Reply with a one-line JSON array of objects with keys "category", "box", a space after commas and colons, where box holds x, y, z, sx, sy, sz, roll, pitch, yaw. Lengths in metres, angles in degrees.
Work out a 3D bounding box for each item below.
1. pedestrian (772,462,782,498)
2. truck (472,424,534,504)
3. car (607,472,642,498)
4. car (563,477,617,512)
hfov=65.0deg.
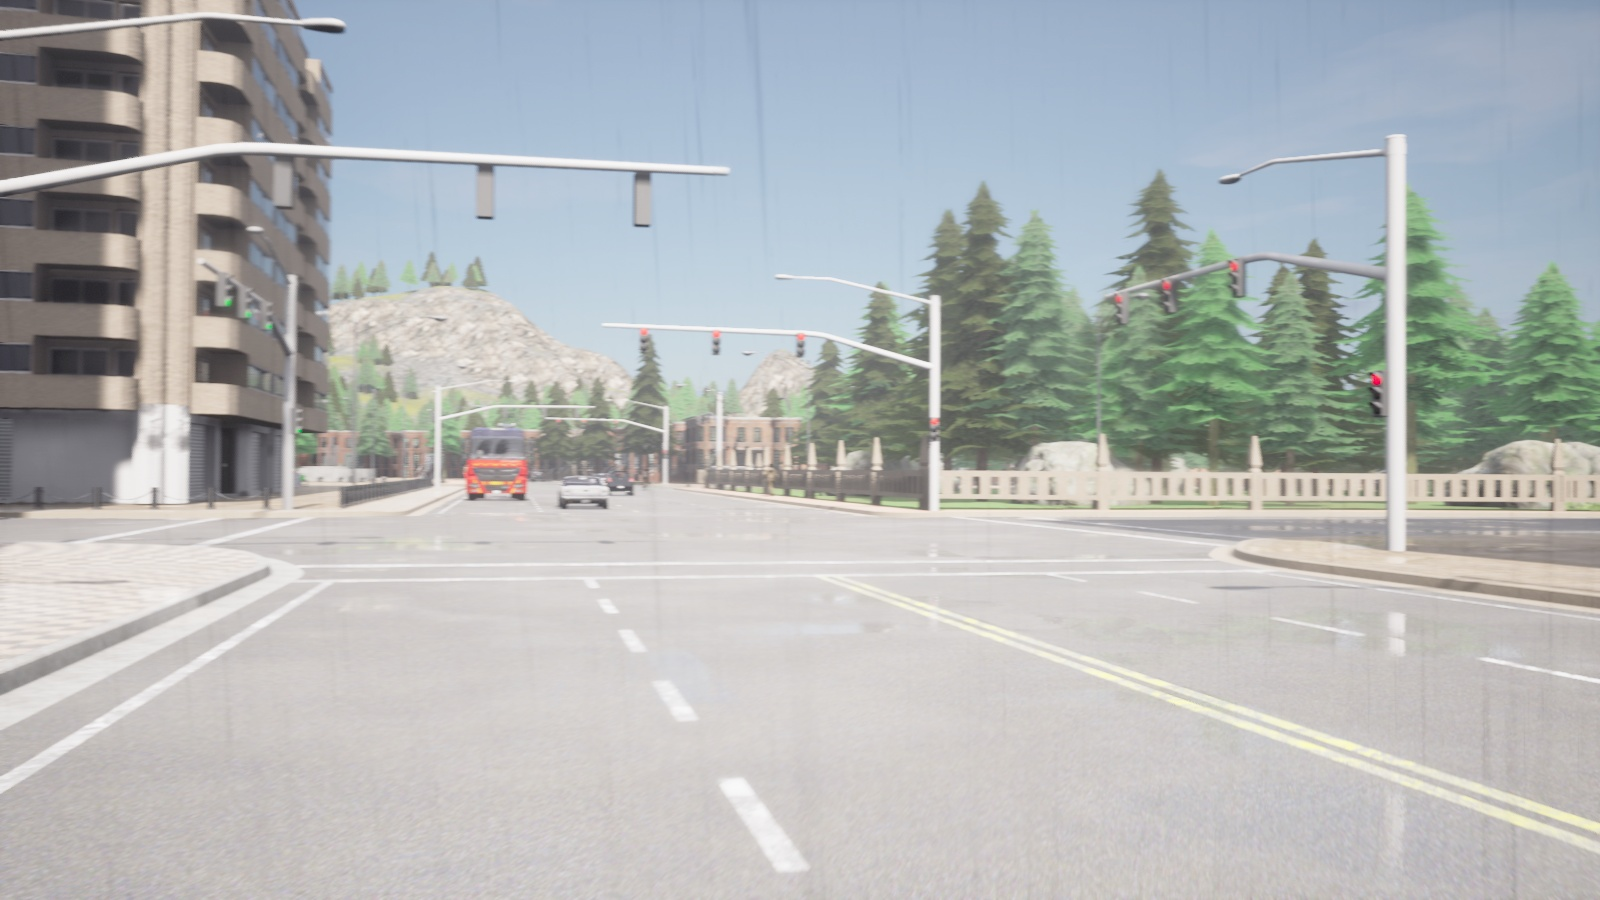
[{"category": "pedestrian", "box": [-1.278, 1.619, 68.517, 0.396, 1.930, 0.692, 0, -1, -15]}, {"category": "truck", "box": [-15.103, 0.736, 64.081, 2.891, 3.827, 8.468, 0, -1, -13]}, {"category": "car", "box": [-10.718, 2.117, 76.444, 1.845, 1.501, 3.633, 0, -1, -13]}, {"category": "car", "box": [-8.592, 1.778, 51.103, 1.895, 1.301, 4.718, 0, -1, -13]}]
